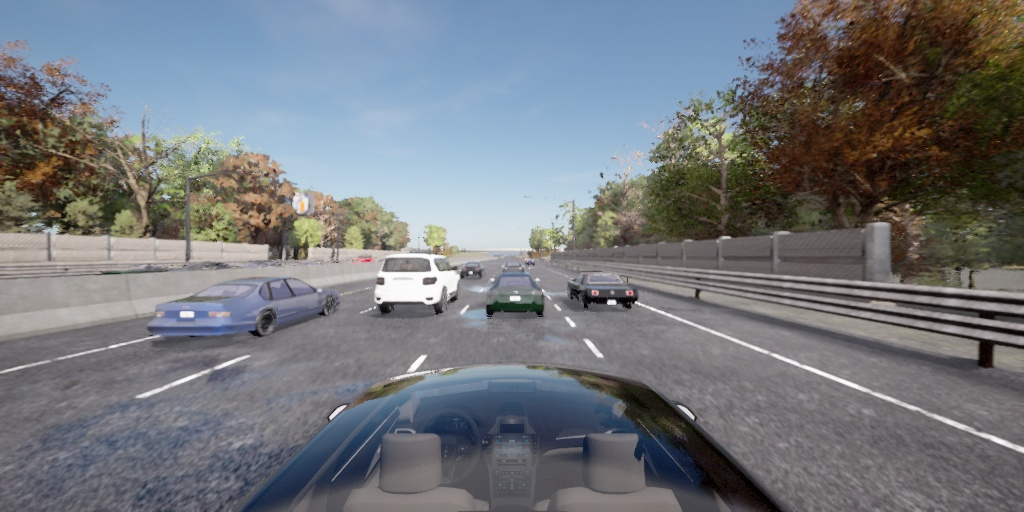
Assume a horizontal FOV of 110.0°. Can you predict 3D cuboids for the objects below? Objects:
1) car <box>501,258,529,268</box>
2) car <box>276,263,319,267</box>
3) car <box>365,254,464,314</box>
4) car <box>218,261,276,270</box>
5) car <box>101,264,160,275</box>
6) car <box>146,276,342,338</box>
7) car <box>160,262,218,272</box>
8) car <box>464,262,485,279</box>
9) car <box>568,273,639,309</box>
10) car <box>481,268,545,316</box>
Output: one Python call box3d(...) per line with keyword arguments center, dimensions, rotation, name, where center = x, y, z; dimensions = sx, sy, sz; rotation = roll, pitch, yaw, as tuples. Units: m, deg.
box3d(center=(0.103, 1.196, 30.827), dimensions=(2.128, 1.511, 4.902), rotation=(0, 0, 0), name="car")
box3d(center=(-17.594, 1.269, 30.672), dimensions=(1.994, 1.385, 4.181), rotation=(0, 0, 0), name="car")
box3d(center=(-3.400, 0.951, 13.870), dimensions=(2.150, 2.045, 5.566), rotation=(0, 0, 0), name="car")
box3d(center=(-21.095, 1.198, 29.723), dimensions=(2.128, 1.511, 4.902), rotation=(0, 0, 0), name="car")
box3d(center=(-28.097, 1.310, 27.393), dimensions=(1.895, 1.301, 4.718), rotation=(0, 0, 0), name="car")
box3d(center=(-6.903, 1.283, 10.123), dimensions=(2.033, 1.411, 5.357), rotation=(0, 0, 0), name="car")
box3d(center=(-24.594, 1.212, 28.594), dimensions=(1.837, 1.490, 4.892), rotation=(0, 0, 0), name="car")
box3d(center=(-3.413, 1.229, 31.989), dimensions=(1.812, 1.442, 4.674), rotation=(0, 0, 0), name="car")
box3d(center=(3.497, 1.326, 14.763), dimensions=(1.895, 1.301, 4.718), rotation=(0, 0, 0), name="car")
box3d(center=(0.100, 1.295, 13.231), dimensions=(1.994, 1.385, 4.181), rotation=(0, 0, 0), name="car")
